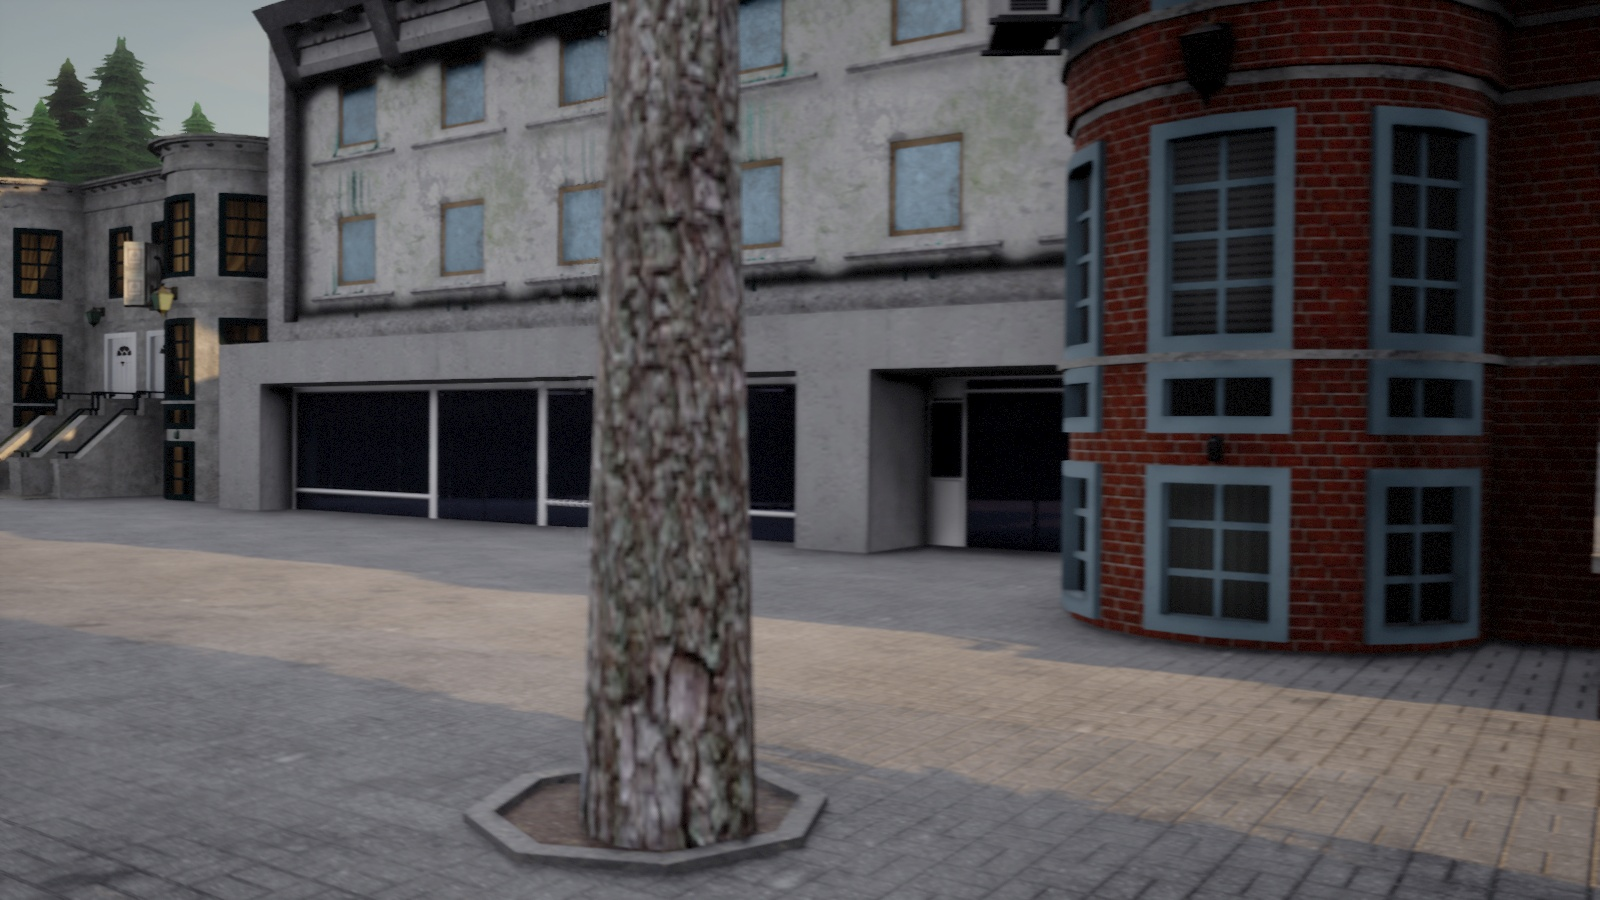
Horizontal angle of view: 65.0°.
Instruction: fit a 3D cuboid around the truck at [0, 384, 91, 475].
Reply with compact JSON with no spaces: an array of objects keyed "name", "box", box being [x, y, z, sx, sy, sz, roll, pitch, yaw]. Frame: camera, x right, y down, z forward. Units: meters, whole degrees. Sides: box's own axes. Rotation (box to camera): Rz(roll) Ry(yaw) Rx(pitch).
[{"name":"truck","box":[-35.189,-0.841,53.261,2.891,3.827,8.468,0,1,34]}]
